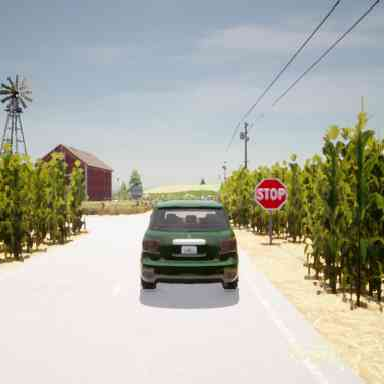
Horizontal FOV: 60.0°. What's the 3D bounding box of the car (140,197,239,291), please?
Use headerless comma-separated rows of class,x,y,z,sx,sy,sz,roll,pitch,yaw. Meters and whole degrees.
car,-0.048,1.221,9.169,2.150,2.045,5.566,0,0,0

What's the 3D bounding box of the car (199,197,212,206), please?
car,2.262,1.563,54.192,1.994,1.385,4.181,0,0,4
